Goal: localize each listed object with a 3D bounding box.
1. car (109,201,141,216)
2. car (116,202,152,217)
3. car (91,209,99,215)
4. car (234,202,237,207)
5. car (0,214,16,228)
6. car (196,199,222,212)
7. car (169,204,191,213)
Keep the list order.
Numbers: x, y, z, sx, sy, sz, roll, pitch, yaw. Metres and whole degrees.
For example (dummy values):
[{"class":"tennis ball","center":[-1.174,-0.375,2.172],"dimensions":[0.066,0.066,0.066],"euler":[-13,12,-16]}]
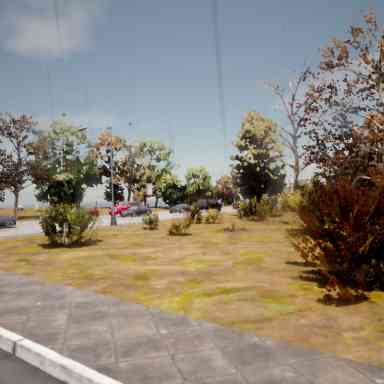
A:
[{"class":"car","center":[-9.100,2.342,46.542],"dimensions":[2.150,2.045,5.566],"euler":[-3,-2,32]},{"class":"car","center":[-7.114,2.474,43.101],"dimensions":[1.812,1.442,4.674],"euler":[-3,-2,32]},{"class":"car","center":[-12.117,2.385,35.172],"dimensions":[1.882,1.535,5.008],"euler":[-3,-2,33]},{"class":"car","center":[9.319,2.455,62.299],"dimensions":[1.882,1.535,5.008],"euler":[-3,-2,33]},{"class":"car","center":[-16.988,2.453,27.684],"dimensions":[1.994,1.385,4.181],"euler":[-3,-2,34]},{"class":"car","center":[2.667,2.085,51.829],"dimensions":[2.150,2.045,5.566],"euler":[-3,-2,32]},{"class":"car","center":[-1.754,2.578,51.596],"dimensions":[1.994,1.385,4.181],"euler":[-3,-2,33]}]
